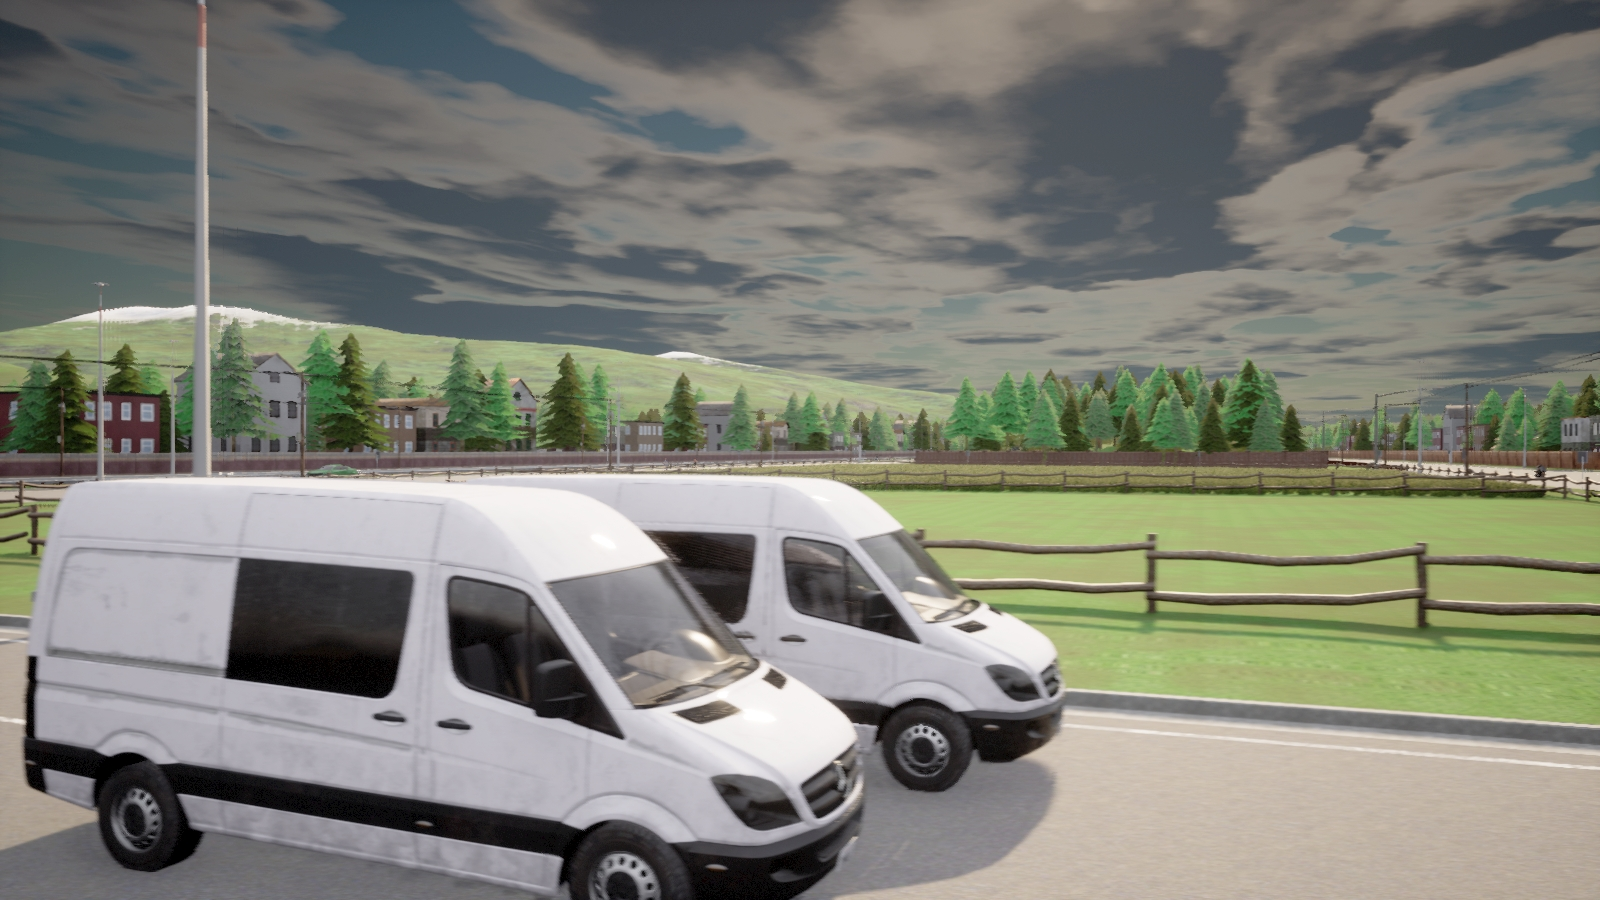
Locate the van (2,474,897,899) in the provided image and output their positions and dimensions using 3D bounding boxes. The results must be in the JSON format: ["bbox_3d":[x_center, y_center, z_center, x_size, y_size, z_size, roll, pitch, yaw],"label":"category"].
[{"bbox_3d":[-2.470,1.531,7.935,5.915,2.561,1.988,1,0,20],"label":"van"}]

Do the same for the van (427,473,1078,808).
[{"bbox_3d":[-0.476,1.536,10.933,5.915,2.561,1.988,0,0,20],"label":"van"}]
